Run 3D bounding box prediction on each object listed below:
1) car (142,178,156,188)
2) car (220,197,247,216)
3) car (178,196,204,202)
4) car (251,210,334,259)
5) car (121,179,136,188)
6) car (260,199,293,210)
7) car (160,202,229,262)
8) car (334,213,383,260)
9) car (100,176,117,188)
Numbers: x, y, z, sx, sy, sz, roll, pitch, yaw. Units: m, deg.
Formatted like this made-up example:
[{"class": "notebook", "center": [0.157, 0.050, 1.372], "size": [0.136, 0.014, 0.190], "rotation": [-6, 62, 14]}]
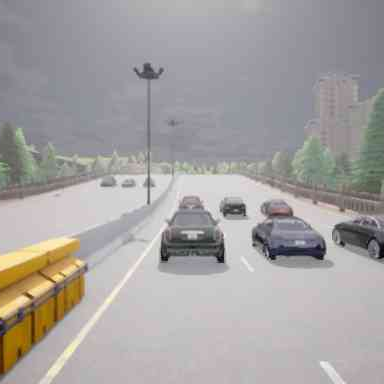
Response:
[{"class": "car", "center": [-7.299, -1.597, 56.981], "size": [1.812, 1.442, 4.674], "rotation": [0, 6, 0]}, {"class": "car", "center": [3.457, 1.132, 28.500], "size": [1.882, 1.535, 5.008], "rotation": [0, 4, 0]}, {"class": "car", "center": [-0.047, 1.066, 27.351], "size": [2.097, 1.767, 4.553], "rotation": [0, 3, 0]}, {"class": "car", "center": [3.530, 1.621, 12.824], "size": [1.994, 1.385, 4.181], "rotation": [0, 0, 0]}, {"class": "car", "center": [-10.787, -1.576, 56.971], "size": [2.033, 1.411, 5.357], "rotation": [0, 6, 0]}, {"class": "car", "center": [6.953, 1.271, 27.590], "size": [1.994, 1.385, 4.181], "rotation": [0, 3, 0]}, {"class": "car", "center": [0.027, 1.407, 12.486], "size": [2.097, 1.767, 4.553], "rotation": [0, 0, 0]}, {"class": "car", "center": [7.027, 1.547, 12.582], "size": [2.128, 1.511, 4.902], "rotation": [0, 0, 0]}, {"class": "car", "center": [-14.292, -1.778, 57.000], "size": [2.097, 1.767, 4.553], "rotation": [0, 6, 0]}]
